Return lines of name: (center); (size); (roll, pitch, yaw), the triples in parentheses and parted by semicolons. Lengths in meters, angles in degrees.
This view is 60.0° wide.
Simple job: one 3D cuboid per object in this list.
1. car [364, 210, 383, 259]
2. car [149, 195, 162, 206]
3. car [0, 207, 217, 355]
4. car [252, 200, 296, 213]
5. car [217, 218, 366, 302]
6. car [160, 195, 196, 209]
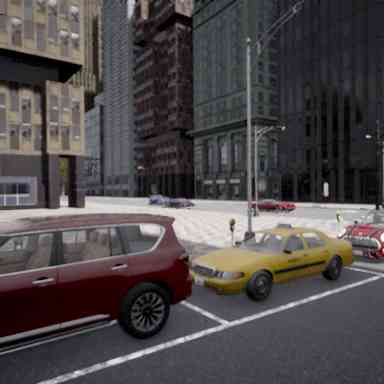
car: (6.793, 1.354, 11.538); (4.097, 1.590, 1.967); (-1, 0, -36)
car: (-5.244, 1.300, 54.852); (2.097, 1.767, 4.553); (-1, 0, -35)
car: (-2.312, 1.309, 5.007); (5.009, 1.841, 2.192); (-1, 0, -36)
car: (8.672, 1.478, 35.339); (1.895, 1.301, 4.718); (-1, 0, -36)
car: (2.104, 1.480, 8.173); (4.829, 1.417, 1.752); (-1, 0, -36)
car: (-1.689, 1.502, 44.225); (2.033, 1.411, 5.357); (-1, 0, -36)
